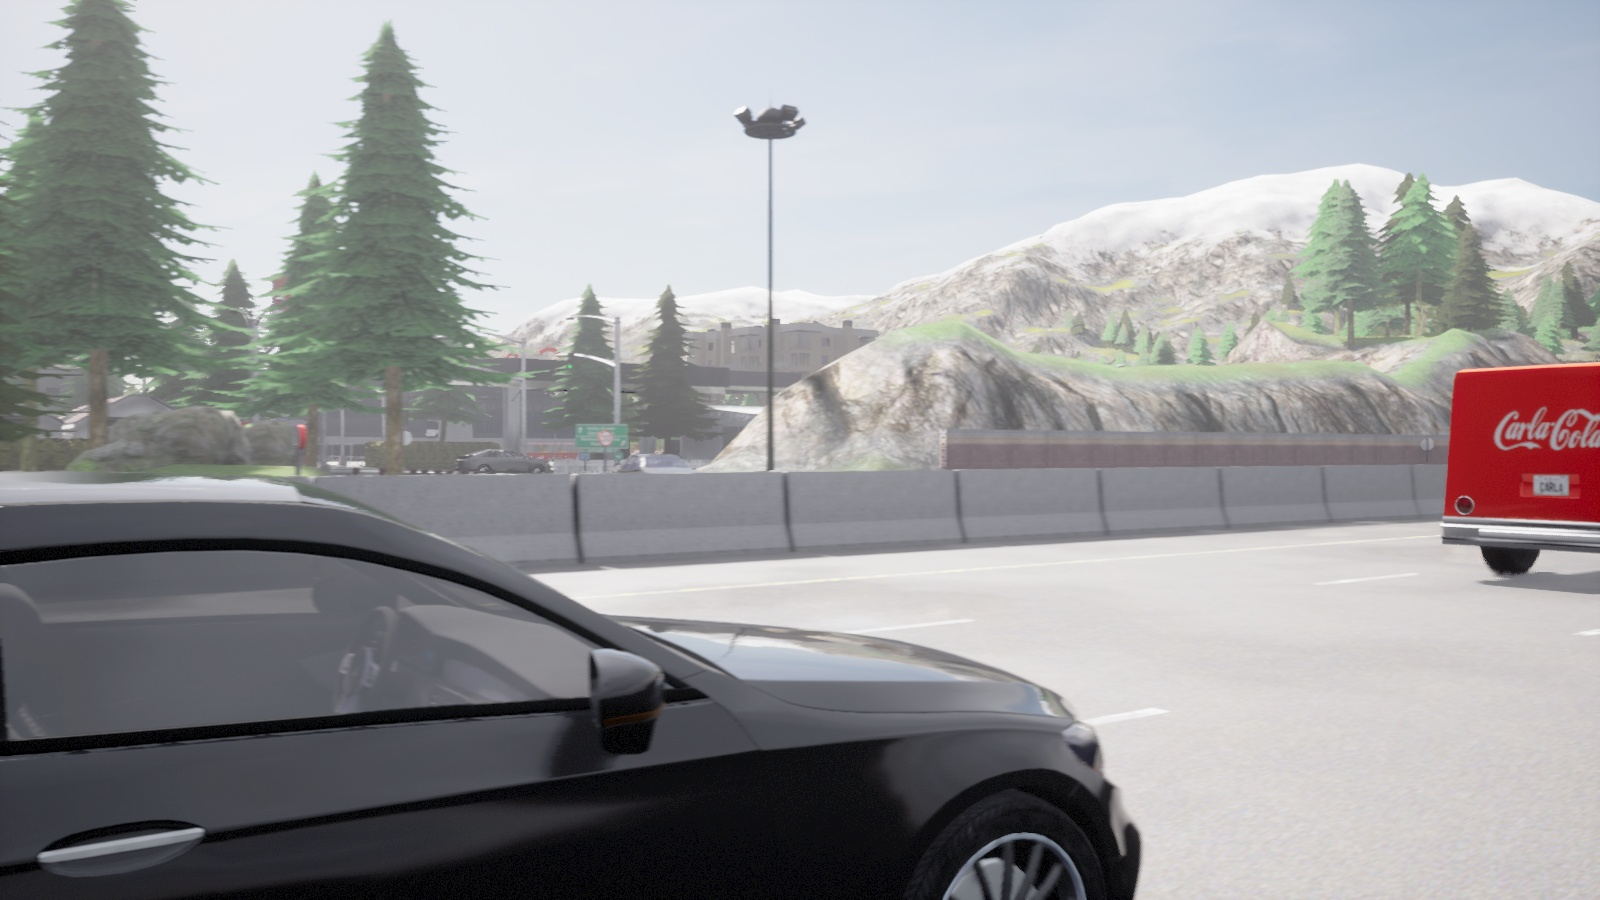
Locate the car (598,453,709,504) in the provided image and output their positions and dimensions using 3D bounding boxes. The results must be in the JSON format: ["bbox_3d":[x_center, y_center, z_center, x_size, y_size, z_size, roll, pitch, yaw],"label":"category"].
[{"bbox_3d":[-4.684,0.837,39.407,2.033,1.411,5.357,0,1,-23],"label":"car"}]

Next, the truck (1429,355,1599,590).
[{"bbox_3d":[10.219,0.229,15.039,5.204,2.467,2.627,0,0,-35],"label":"truck"}]

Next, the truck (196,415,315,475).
[{"bbox_3d":[-38.096,-0.281,87.787,8.468,3.827,2.891,-2,-3,26],"label":"truck"}]

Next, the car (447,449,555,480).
[{"bbox_3d":[-15.197,0.744,63.894,4.902,1.511,2.128,0,0,-35],"label":"car"}]

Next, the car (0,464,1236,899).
[{"bbox_3d":[-1.269,0.779,2.776,4.674,1.442,1.812,0,0,-35],"label":"car"}]
